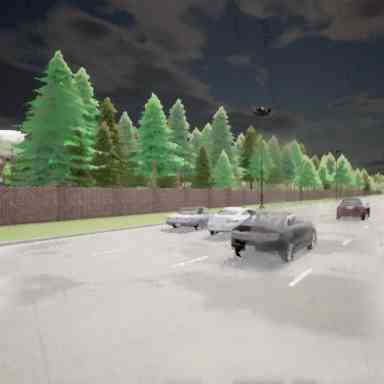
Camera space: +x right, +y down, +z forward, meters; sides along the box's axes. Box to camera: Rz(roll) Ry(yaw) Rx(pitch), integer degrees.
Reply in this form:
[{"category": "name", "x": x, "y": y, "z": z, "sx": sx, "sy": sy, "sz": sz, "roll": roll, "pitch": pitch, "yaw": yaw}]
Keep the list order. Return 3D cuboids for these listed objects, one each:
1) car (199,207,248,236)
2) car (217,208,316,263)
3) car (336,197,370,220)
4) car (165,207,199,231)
[{"category": "car", "x": 2.498, "y": 1.499, "z": 17.502, "sx": 1.812, "sy": 1.442, "sz": 4.674, "roll": 0, "pitch": 0, "yaw": 34}, {"category": "car", "x": 3.106, "y": 1.473, "z": 12.082, "sx": 2.128, "sy": 1.511, "sz": 4.902, "roll": 0, "pitch": 0, "yaw": 34}, {"category": "car", "x": 13.550, "y": 1.312, "z": 27.844, "sx": 2.097, "sy": 1.767, "sz": 4.553, "roll": 0, "pitch": 0, "yaw": 33}, {"category": "car", "x": 0.448, "y": 1.569, "z": 20.746, "sx": 1.895, "sy": 1.301, "sz": 4.718, "roll": 0, "pitch": 0, "yaw": 34}]
